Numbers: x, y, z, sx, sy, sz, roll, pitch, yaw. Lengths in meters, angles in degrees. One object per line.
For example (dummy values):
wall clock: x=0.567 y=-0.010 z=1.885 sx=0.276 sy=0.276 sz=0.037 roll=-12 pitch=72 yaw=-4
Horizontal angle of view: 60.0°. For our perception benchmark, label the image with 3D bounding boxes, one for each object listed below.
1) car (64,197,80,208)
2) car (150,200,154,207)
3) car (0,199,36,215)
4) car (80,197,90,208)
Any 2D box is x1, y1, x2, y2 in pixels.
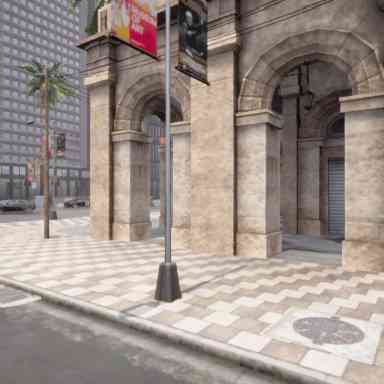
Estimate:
car: x=-16.291 y=1.513 z=48.472 sx=2.161 sy=1.482 sz=4.786 roll=0 pitch=0 yaw=35
car: x=-7.614 y=1.564 z=49.266 sx=1.994 sy=1.385 sz=4.181 roll=0 pitch=0 yaw=36
car: x=-18.550 y=1.491 z=33.978 sx=2.128 sy=1.511 sz=4.902 roll=0 pitch=0 yaw=36
car: x=-12.985 y=1.492 z=47.775 sx=2.128 sy=1.511 sz=4.902 roll=0 pitch=0 yaw=36
